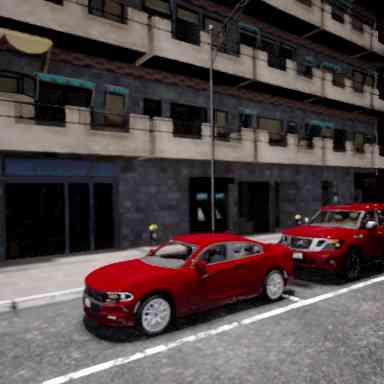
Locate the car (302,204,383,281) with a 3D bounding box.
[{"bbox_3d":[4.757,1.300,9.969,5.009,1.841,2.192,0,-1,-35],"label":"car"}]

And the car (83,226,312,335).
[{"bbox_3d":[0.148,1.539,6.679,4.507,1.381,1.887,0,-1,-35],"label":"car"}]
